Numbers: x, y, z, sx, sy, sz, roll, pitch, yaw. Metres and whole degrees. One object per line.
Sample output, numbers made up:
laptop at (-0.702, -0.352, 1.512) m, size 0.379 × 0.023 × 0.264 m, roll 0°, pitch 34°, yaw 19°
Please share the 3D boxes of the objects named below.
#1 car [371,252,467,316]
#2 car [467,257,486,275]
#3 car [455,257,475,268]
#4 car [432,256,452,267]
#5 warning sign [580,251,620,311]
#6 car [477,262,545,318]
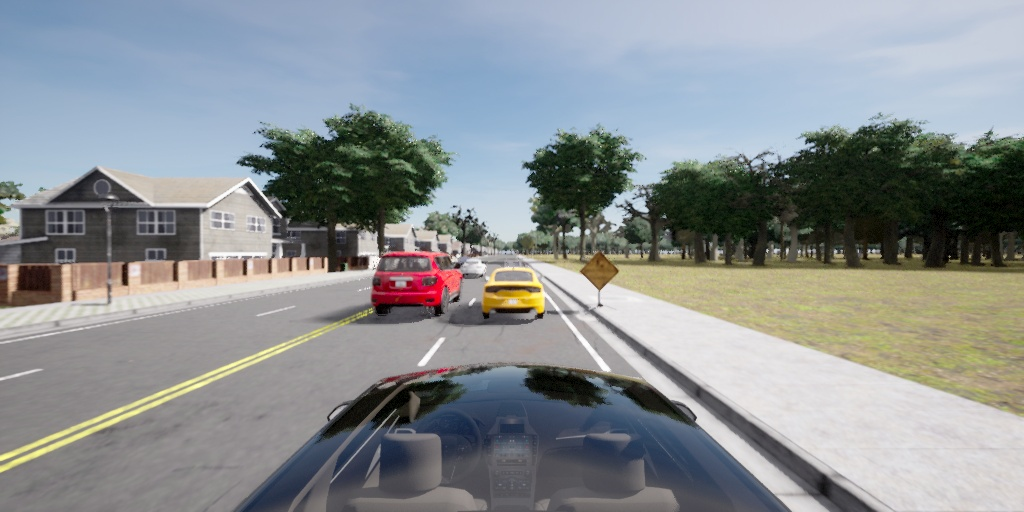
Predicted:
car at (-3.182, 0.864, 13.023) m, size 2.150 × 2.045 × 5.566 m, roll 0°, pitch 1°, yaw 1°
car at (-3.169, 0.998, 30.256) m, size 1.812 × 1.442 × 4.674 m, roll 0°, pitch 1°, yaw 0°
car at (-6.568, 0.822, 50.713) m, size 2.033 × 1.411 × 5.357 m, roll 0°, pitch 1°, yaw 0°
car at (-9.815, 0.752, 50.649) m, size 1.882 × 1.535 × 5.008 m, roll 0°, pitch 1°, yaw 0°
warning sign at (2.853, 0.768, 11.726) m, size 1.300 × 1.860 × 1.060 m, roll 0°, pitch 0°, yaw 0°
car at (0.061, 1.123, 12.547) m, size 1.882 × 1.535 × 5.008 m, roll 0°, pitch 0°, yaw 1°
